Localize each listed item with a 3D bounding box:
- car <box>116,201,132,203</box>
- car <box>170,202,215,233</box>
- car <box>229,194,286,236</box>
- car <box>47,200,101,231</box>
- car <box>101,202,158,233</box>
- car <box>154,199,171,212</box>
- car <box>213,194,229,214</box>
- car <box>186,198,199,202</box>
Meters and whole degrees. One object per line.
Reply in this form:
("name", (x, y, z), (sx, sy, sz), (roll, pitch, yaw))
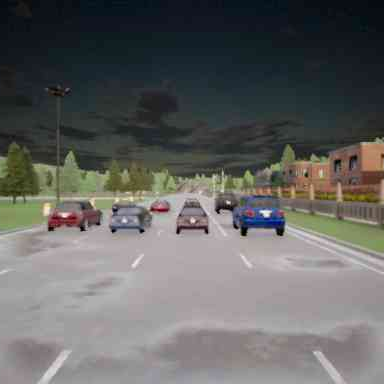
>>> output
("car", (-6.970, 1.552, 34.863), (1.895, 1.301, 4.718), (0, 0, 0))
("car", (0.043, 1.519, 19.360), (2.033, 1.411, 5.357), (0, 0, 0))
("car", (3.538, 1.190, 18.398), (2.150, 2.045, 5.566), (0, 0, 1))
("car", (-6.953, 1.325, 20.303), (2.097, 1.767, 4.553), (0, 0, 0))
("car", (-3.454, 1.520, 19.529), (2.033, 1.411, 5.357), (0, 0, 0))
("car", (-3.458, 1.511, 37.342), (1.994, 1.385, 4.181), (0, 0, 0))
("car", (3.533, 1.171, 35.305), (2.150, 2.045, 5.566), (0, 0, 0))
("car", (0.037, 1.453, 36.447), (1.837, 1.490, 4.892), (0, 1, 0))
